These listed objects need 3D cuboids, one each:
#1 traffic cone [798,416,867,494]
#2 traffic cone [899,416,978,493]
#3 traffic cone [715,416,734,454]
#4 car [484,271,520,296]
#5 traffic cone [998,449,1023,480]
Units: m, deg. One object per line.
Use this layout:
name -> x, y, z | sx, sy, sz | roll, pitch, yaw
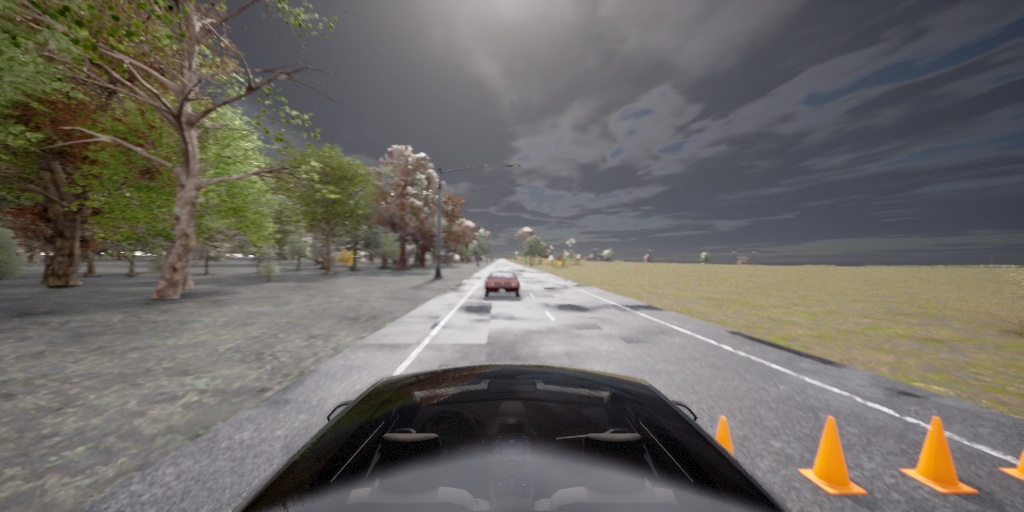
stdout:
traffic cone -> 2.898, 1.759, 3.260 | 0.340, 0.580, 0.340 | 0, 0, -2
traffic cone -> 3.897, 1.773, 3.292 | 0.340, 0.580, 0.340 | 0, 0, -2
traffic cone -> 1.898, 1.745, 3.228 | 0.340, 0.580, 0.340 | 0, 0, -2
car -> -0.565, 1.503, 20.523 | 1.895, 1.301, 4.718 | 1, 0, -2
traffic cone -> 4.896, 1.788, 3.325 | 0.340, 0.580, 0.340 | 0, 0, -2
